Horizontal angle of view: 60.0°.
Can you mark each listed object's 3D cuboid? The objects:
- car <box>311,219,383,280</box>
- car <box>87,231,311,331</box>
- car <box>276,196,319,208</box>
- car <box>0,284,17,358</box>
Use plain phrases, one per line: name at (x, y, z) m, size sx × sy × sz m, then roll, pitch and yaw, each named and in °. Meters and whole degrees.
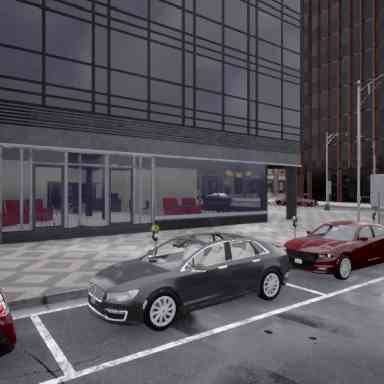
car at (4.586, 1.545, 9.933) m, size 4.507 × 1.381 × 1.887 m, roll 0°, pitch 0°, yaw -36°
car at (0.147, 1.551, 6.760) m, size 4.403 × 1.369 × 2.008 m, roll 0°, pitch 0°, yaw -36°
car at (11.998, 1.155, 38.021) m, size 1.895 × 1.301 × 4.718 m, roll 0°, pitch 1°, yaw -36°
car at (-4.293, 1.440, 3.587) m, size 4.097 × 1.590 × 1.967 m, roll 0°, pitch 0°, yaw -36°
